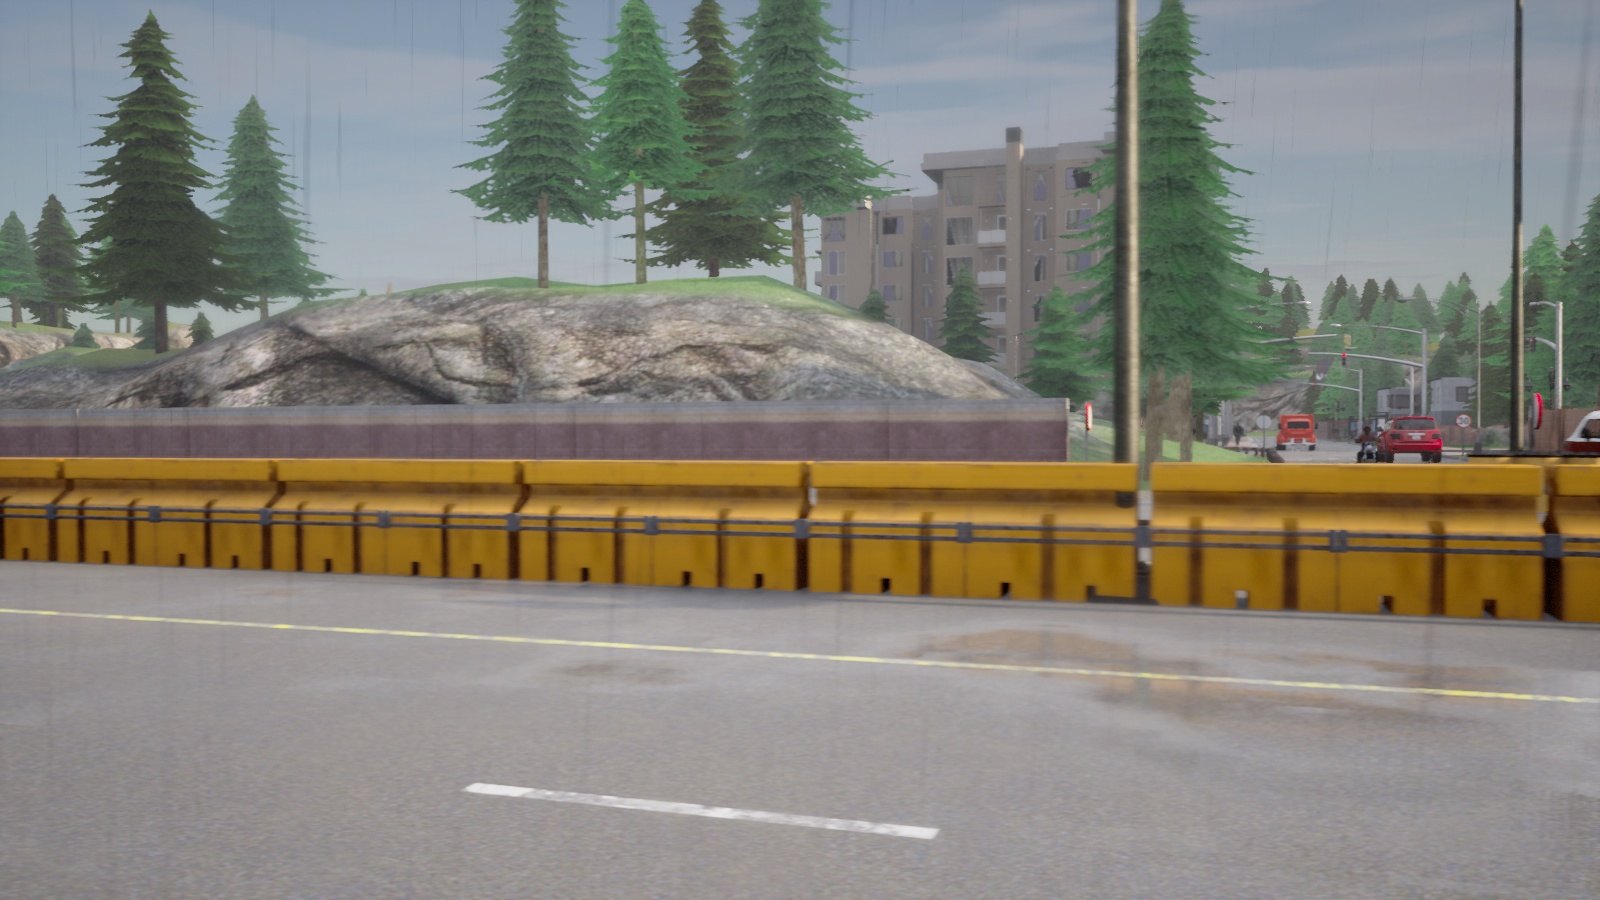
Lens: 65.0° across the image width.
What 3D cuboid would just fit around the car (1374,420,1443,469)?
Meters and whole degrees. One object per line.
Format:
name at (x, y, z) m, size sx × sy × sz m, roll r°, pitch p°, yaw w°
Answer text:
car at (27.029, -0.268, 55.931) m, size 2.150 × 2.045 × 5.566 m, roll 1°, pitch 1°, yaw 20°

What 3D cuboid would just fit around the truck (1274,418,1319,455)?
truck at (34.125, -0.936, 86.456) m, size 2.627 × 2.467 × 5.204 m, roll 1°, pitch 1°, yaw 19°

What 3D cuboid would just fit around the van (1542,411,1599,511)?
van at (17.755, 0.212, 25.201) m, size 2.069 × 2.038 × 4.480 m, roll -2°, pitch 2°, yaw -32°

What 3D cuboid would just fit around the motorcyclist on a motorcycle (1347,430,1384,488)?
motorcyclist on a motorcycle at (16.504, 0.232, 36.687) m, size 0.766 × 1.649 × 2.350 m, roll 1°, pitch 1°, yaw 19°
